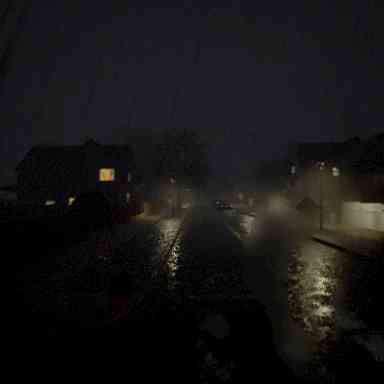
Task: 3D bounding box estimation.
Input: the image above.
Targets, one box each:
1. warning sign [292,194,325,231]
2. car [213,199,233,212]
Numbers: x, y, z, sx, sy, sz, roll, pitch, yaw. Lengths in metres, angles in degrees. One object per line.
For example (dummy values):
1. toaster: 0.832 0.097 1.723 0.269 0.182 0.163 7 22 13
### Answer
1. warning sign: 6.290 1.115 18.088 1.300 1.860 1.060 -4 -3 1
2. car: 4.212 1.782 42.901 2.033 1.411 5.357 -1 -1 0
